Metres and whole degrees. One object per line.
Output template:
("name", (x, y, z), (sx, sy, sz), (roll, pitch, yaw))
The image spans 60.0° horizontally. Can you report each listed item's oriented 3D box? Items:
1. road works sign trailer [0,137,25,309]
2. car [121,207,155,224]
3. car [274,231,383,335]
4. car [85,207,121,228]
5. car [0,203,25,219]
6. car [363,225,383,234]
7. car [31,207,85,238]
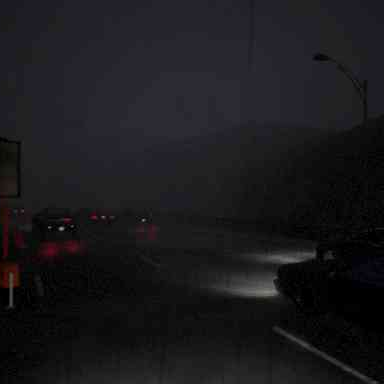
("road works sign trailer", (-5.156, 0.525, 7.365), (2.380, 3.560, 2.880), (1, -1, -29))
("car", (-4.934, 1.869, 27.173), (1.895, 1.301, 4.718), (1, -1, -34))
("car", (3.660, 1.614, 5.176), (2.033, 1.411, 5.357), (0, -1, -26))
("car", (-7.430, 1.781, 24.668), (2.033, 1.411, 5.357), (1, -1, -34))
("car", (-17.914, 1.830, 32.670), (2.033, 1.411, 5.357), (1, -1, -40))
("car", (5.614, 1.619, 9.017), (1.837, 1.490, 4.892), (1, -1, -25))
("car", (-7.950, 1.665, 19.004), (2.128, 1.511, 4.902), (1, -1, -32))
